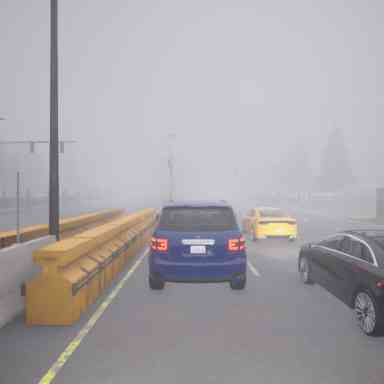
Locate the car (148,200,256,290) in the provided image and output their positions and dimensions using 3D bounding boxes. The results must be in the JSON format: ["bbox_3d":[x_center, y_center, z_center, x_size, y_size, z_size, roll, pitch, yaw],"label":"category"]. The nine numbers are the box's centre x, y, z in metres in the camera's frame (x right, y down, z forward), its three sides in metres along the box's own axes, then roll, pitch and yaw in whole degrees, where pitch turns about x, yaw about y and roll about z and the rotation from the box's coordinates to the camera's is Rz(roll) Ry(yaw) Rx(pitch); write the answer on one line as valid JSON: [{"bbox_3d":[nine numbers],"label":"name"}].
[{"bbox_3d":[0.127,1.222,9.221,2.150,2.045,5.566,0,0,0],"label":"car"}]

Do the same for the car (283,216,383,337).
[{"bbox_3d":[3.615,1.492,6.612,2.128,1.511,4.902,0,0,0],"label":"car"}]

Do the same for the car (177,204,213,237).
[{"bbox_3d":[0.154,1.505,19.070,1.837,1.490,4.892,0,0,0],"label":"car"}]

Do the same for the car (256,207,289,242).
[{"bbox_3d":[3.646,1.478,16.454,1.882,1.535,5.008,0,0,0],"label":"car"}]
